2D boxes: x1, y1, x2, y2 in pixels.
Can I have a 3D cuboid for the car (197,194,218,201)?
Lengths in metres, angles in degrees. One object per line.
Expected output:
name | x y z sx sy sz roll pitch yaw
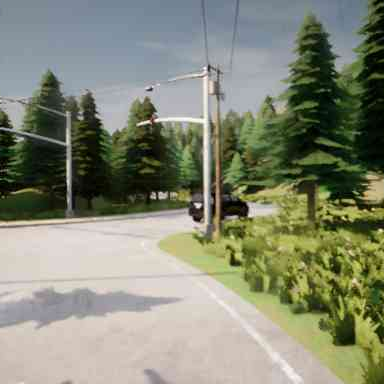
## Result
car | 2.956 1.064 65.006 1.895 1.301 4.718 -1 0 -31

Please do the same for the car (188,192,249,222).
car | 1.994 1.002 23.440 2.150 2.045 5.566 0 1 37

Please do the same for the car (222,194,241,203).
car | 6.552 1.030 55.330 1.812 1.442 4.674 -1 0 -11
